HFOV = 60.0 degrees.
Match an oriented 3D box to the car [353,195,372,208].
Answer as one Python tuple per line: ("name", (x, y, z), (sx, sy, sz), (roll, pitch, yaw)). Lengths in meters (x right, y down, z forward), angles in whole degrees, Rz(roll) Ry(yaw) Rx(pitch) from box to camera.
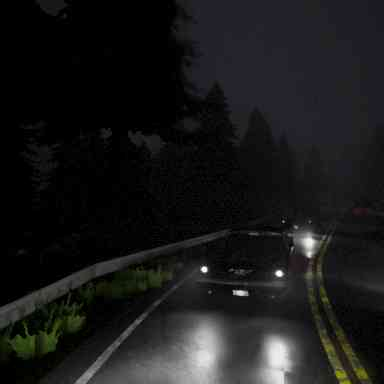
("car", (20.651, 1.058, 40.228), (2.128, 1.511, 4.902), (-2, 0, 28))

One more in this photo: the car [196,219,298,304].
("car", (1.593, 1.598, 8.418), (1.895, 1.301, 4.718), (-1, 0, 18))

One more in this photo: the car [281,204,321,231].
("car", (6.682, 1.460, 20.055), (2.033, 1.411, 5.357), (-2, 0, 26))
